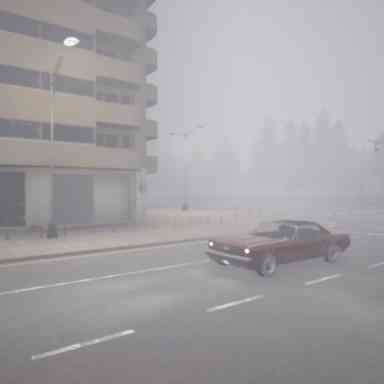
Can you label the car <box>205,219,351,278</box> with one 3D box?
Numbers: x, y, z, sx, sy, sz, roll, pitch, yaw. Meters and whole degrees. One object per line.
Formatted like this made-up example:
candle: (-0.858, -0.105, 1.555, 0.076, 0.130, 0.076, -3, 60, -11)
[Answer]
car: (2.722, 1.549, 10.153, 4.718, 1.301, 1.895, 0, 0, -35)
